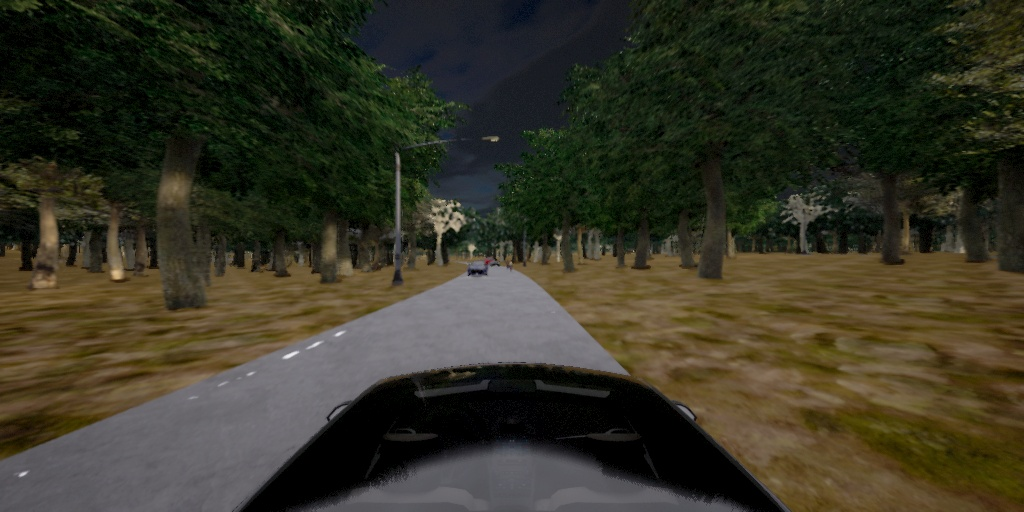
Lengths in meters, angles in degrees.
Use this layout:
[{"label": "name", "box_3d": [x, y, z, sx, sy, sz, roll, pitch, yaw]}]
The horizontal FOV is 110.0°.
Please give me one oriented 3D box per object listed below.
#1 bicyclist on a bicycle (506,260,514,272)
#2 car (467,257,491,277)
[{"label": "bicyclist on a bicycle", "box_3d": [-0.161, 1.348, 46.930, 0.866, 1.612, 1.509, 0, 0, -3]}, {"label": "car", "box_3d": [-3.613, 1.235, 38.350, 2.097, 1.767, 4.553, 0, 0, -2]}]
